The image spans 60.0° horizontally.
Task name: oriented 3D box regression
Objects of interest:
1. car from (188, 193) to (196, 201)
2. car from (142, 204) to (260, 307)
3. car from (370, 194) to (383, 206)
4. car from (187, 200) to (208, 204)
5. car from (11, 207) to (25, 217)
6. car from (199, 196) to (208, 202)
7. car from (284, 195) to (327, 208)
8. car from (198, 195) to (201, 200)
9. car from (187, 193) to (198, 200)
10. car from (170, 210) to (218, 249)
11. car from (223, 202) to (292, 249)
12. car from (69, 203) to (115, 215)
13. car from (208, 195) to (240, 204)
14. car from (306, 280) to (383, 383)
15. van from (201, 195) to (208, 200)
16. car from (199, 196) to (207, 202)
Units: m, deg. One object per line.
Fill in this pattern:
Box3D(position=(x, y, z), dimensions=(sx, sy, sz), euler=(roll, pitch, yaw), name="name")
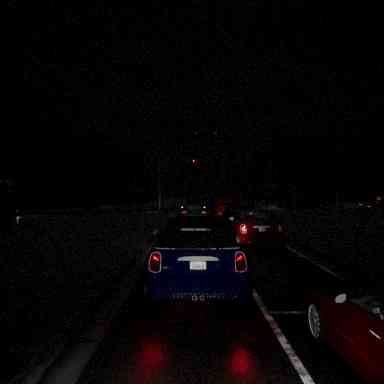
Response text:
Box3D(position=(0.045, 1.371, 92.197), dimensions=(2.150, 2.045, 5.566), euler=(0, 0, 0), name="car")
Box3D(position=(0.073, 1.352, 8.156), dimensions=(2.097, 1.767, 4.553), euler=(0, 0, -1), name="car")
Box3D(position=(23.874, 0.732, 39.902), dimensions=(4.553, 1.767, 2.097), euler=(-1, 1, 0), name="car")
Box3D(position=(0.114, 1.572, 25.503), dimensions=(1.994, 1.385, 4.181), euler=(0, 0, -1), name="car")
Box3D(position=(-21.121, 2.115, 36.962), dimensions=(4.674, 1.442, 1.812), euler=(-2, 1, 0), name="car")
Box3D(position=(2.665, 1.654, 78.603), dimensions=(2.008, 1.369, 4.403), euler=(-1, 0, 0), name="car")
Box3D(position=(13.590, 1.132, 39.904), dimensions=(4.892, 1.490, 1.837), euler=(-1, 1, 0), name="car")
Box3D(position=(2.652, 1.366, 56.978), dimensions=(2.192, 1.841, 5.009), euler=(-1, 0, 0), name="car")
Box3D(position=(0.042, 1.441, 71.903), dimensions=(2.097, 1.767, 4.553), euler=(0, 0, 0), name="car")
Box3D(position=(0.102, 1.603, 15.491), dimensions=(1.895, 1.301, 4.718), euler=(0, 0, 0), name="car")
Box3D(position=(2.634, 1.441, 14.406), dimensions=(1.967, 1.590, 4.097), euler=(-1, 0, 0), name="car")
Box3D(position=(-10.996, 1.895, 36.949), dimensions=(4.718, 1.301, 1.895), euler=(-2, 1, 0), name="car")
Box3D(position=(2.637, 1.323, 25.210), dimensions=(2.192, 1.841, 5.009), euler=(-1, 0, 0), name="car")
Box3D(position=(2.631, 1.581, 3.601), dimensions=(1.802, 1.307, 4.206), euler=(-1, 0, 0), name="car")
Box3D(position=(2.650, 1.382, 51.572), dimensions=(1.690, 1.788, 3.998), euler=(-1, 0, 0), name="van")
Box3D(position=(2.668, 1.664, 84.010), dimensions=(1.887, 1.381, 4.507), euler=(-1, 0, 0), name="car")
